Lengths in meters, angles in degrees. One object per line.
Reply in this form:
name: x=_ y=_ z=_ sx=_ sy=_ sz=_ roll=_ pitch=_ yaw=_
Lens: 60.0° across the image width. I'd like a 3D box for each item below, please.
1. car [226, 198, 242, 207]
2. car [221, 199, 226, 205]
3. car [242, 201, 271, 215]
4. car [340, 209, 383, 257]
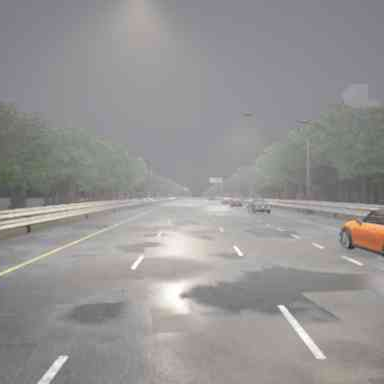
car: x=7.168 y=1.772 z=54.610 sx=1.812 sy=1.442 sz=4.674 roll=0 pitch=-1 yaw=0
car: x=7.292 y=2.067 z=72.360 sx=1.895 sy=1.301 sz=4.718 roll=0 pitch=-1 yaw=0
car: x=7.073 y=1.626 z=35.622 sx=2.033 sy=1.411 sz=5.357 roll=0 pitch=0 yaw=0
car: x=7.011 y=1.355 z=11.555 sx=2.097 sy=1.767 sz=4.553 roll=0 pitch=0 yaw=0
